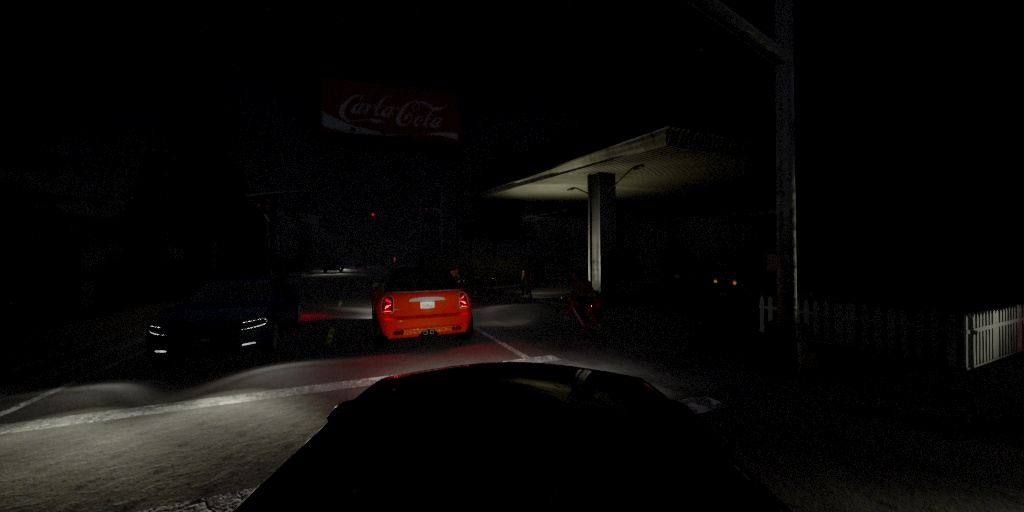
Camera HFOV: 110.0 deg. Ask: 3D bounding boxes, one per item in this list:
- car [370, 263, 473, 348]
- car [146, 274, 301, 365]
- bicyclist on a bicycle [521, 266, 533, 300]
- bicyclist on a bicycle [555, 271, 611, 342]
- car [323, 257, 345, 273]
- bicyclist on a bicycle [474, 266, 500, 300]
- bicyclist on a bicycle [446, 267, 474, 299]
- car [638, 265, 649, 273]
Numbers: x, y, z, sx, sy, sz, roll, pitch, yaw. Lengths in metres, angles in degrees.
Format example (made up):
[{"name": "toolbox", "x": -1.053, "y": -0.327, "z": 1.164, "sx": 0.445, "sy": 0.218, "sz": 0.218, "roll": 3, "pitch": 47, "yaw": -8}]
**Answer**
[{"name": "car", "x": -2.563, "y": 1.052, "z": 9.459, "sx": 2.097, "sy": 1.767, "sz": 4.553, "roll": 0, "pitch": 0, "yaw": -22}, {"name": "car", "x": -6.274, "y": 1.210, "z": 8.381, "sx": 1.882, "sy": 1.535, "sz": 5.008, "roll": 0, "pitch": 0, "yaw": -23}, {"name": "bicyclist on a bicycle", "x": 0.753, "y": 1.326, "z": 17.890, "sx": 0.582, "sy": 1.620, "sz": 1.656, "roll": -1, "pitch": 0, "yaw": 16}, {"name": "bicyclist on a bicycle", "x": 1.687, "y": 1.198, "z": 8.683, "sx": 0.582, "sy": 1.620, "sz": 1.656, "roll": 3, "pitch": -2, "yaw": -43}, {"name": "car", "x": -23.808, "y": 1.173, "z": 47.775, "sx": 2.150, "sy": 2.045, "sz": 5.566, "roll": 0, "pitch": 0, "yaw": -25}, {"name": "bicyclist on a bicycle", "x": -1.356, "y": 1.336, "z": 17.770, "sx": 1.656, "sy": 1.620, "sz": 0.582, "roll": 0, "pitch": 0, "yaw": -21}, {"name": "bicyclist on a bicycle", "x": -2.660, "y": 1.310, "z": 16.386, "sx": 1.656, "sy": 1.620, "sz": 0.582, "roll": 1, "pitch": 0, "yaw": 37}, {"name": "car", "x": 13.313, "y": 1.340, "z": 41.687, "sx": 5.357, "sy": 1.411, "sz": 2.033, "roll": 0, "pitch": 0, "yaw": -24}]
